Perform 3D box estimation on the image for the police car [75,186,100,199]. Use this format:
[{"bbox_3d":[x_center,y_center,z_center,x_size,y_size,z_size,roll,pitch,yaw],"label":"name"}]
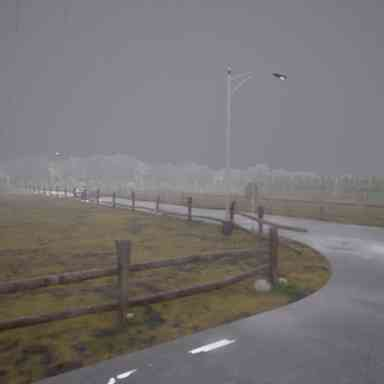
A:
[{"bbox_3d":[-13.182,0.093,41.625,2.038,1.542,4.974,-1,2,-36],"label":"police car"}]
